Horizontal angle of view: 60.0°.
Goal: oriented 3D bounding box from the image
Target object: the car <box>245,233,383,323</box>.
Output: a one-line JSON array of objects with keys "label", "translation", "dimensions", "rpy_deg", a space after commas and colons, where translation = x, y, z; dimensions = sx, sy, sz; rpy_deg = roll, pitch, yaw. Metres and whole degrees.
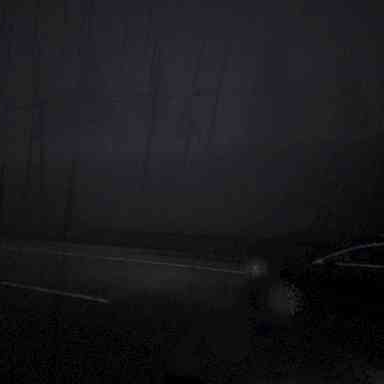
[{"label": "car", "translation": [3.339, 1.456, 5.683], "dimensions": [4.902, 1.511, 2.128], "rpy_deg": [0, 0, 34]}]
